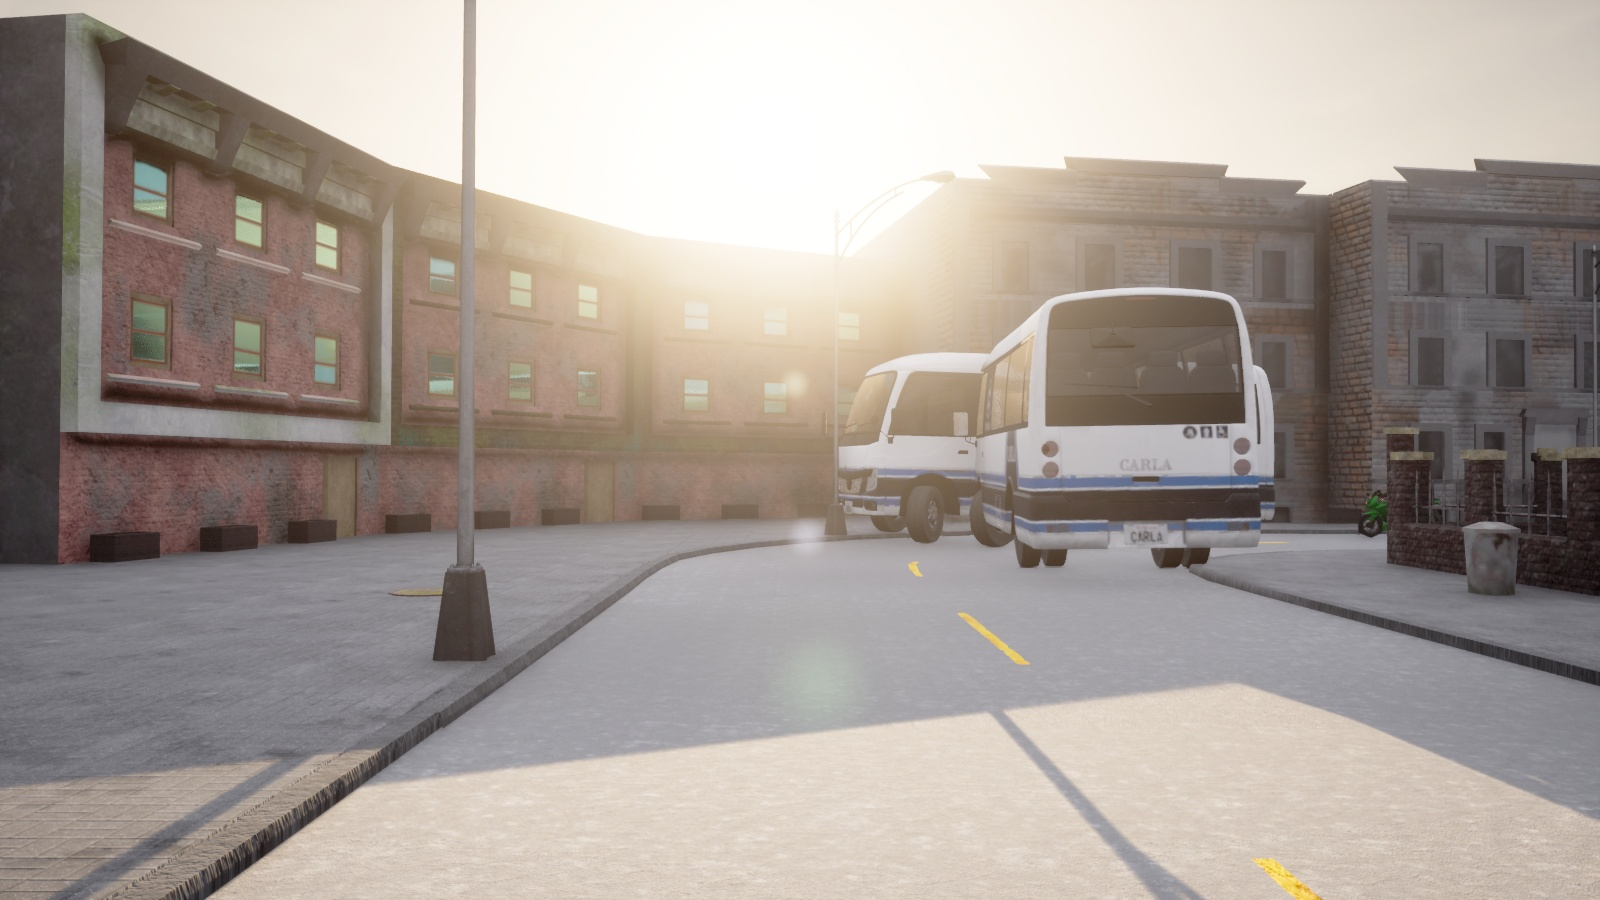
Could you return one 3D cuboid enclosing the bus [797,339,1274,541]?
[{"bbox_3d":[5.401,-0.109,29.530,10.273,4.253,3.944,1,-1,-13],"label":"bus"}]

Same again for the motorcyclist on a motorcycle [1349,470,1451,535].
[{"bbox_3d":[14.404,1.244,30.164,2.044,1.523,0.797,0,-1,0],"label":"motorcyclist on a motorcycle"}]

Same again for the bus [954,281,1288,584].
[{"bbox_3d":[5.207,-0.198,23.089,3.944,4.253,10.273,-1,-1,3],"label":"bus"}]
